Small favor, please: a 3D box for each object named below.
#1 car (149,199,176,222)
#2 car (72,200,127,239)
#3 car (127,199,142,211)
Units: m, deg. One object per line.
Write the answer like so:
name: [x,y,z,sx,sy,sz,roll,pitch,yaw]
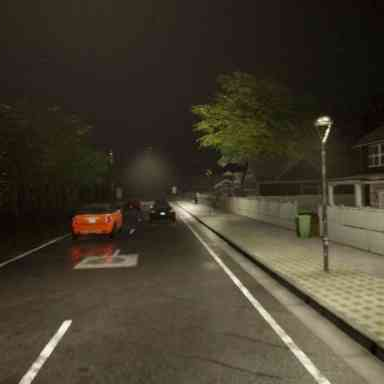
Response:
car: [-2.331,1.552,26.265,1.994,1.385,4.181,-1,0,-5]
car: [-5.070,1.434,18.316,2.097,1.767,4.553,-1,0,-6]
car: [-7.241,1.543,40.721,1.882,1.535,5.008,-1,0,-6]
